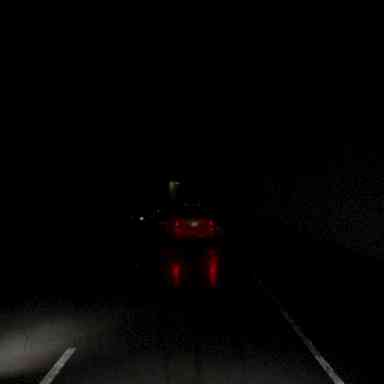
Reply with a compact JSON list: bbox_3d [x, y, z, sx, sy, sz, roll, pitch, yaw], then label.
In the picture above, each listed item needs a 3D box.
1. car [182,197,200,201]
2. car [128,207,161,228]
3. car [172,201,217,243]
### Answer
[{"bbox_3d":[-0.014,1.587,39.461,2.150,2.045,5.566,0,-1,-2],"label":"car"},{"bbox_3d":[-3.389,1.791,24.465,1.994,1.385,4.181,0,-1,0],"label":"car"},{"bbox_3d":[0.108,1.513,17.257,2.097,1.767,4.553,0,-1,0],"label":"car"}]
